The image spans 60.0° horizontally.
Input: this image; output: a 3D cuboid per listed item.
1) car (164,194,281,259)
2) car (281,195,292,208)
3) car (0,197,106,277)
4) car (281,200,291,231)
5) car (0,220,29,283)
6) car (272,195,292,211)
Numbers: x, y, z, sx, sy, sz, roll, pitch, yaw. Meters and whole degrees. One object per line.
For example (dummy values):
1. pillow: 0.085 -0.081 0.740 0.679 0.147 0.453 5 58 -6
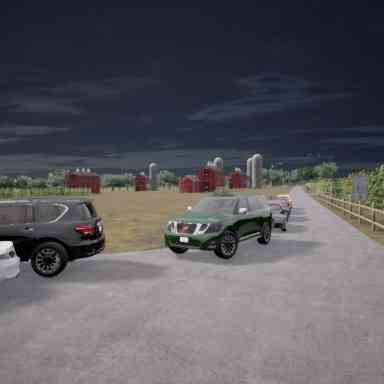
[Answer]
1. car: 1.289 1.108 12.679 2.150 2.045 5.566 0 0 34
2. car: 6.248 1.235 24.741 1.882 1.535 5.008 0 0 18
3. car: -5.372 1.227 9.601 5.566 2.045 2.150 -1 1 -4
4. car: 4.401 1.380 19.005 1.994 1.385 4.181 0 0 17
5. car: -6.089 1.612 6.665 4.674 1.442 1.812 -2 2 -38
6. car: 9.976 1.110 36.492 1.882 1.535 5.008 0 0 18
